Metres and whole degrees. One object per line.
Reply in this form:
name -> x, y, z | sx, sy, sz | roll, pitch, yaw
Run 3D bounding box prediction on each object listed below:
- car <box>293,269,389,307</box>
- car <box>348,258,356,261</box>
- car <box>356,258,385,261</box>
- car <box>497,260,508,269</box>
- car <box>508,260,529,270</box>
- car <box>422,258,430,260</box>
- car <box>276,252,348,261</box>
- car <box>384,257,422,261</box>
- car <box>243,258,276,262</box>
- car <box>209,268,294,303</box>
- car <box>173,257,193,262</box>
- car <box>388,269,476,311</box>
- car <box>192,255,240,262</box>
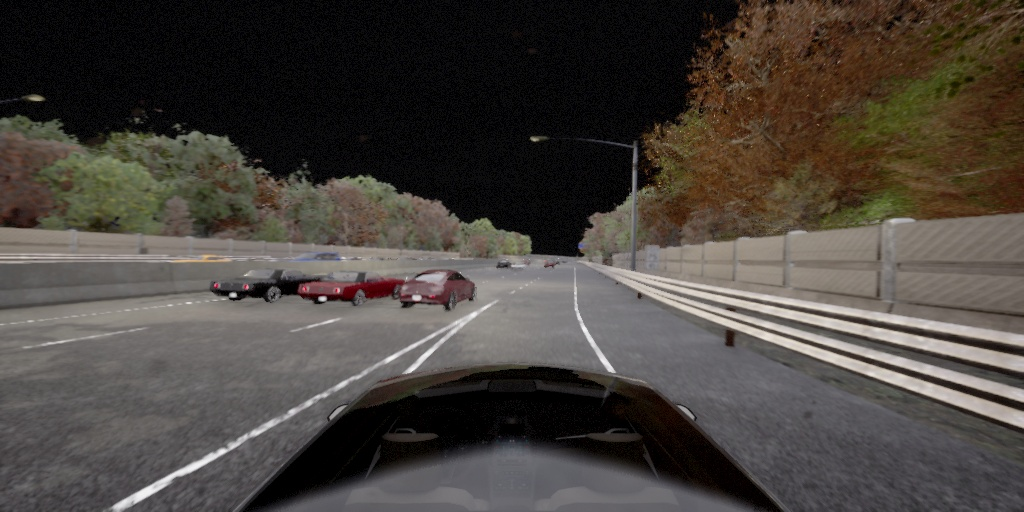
car -> -6.261, 1.237, 14.744 | 1.895, 1.301, 4.718 | 1, 0, 10
car -> -21.739, 0.951, 48.494 | 2.033, 1.411, 5.357 | 1, 0, 10
car -> -18.251, 0.993, 48.182 | 1.837, 1.490, 4.892 | 1, 0, 10
car -> -1.311, 1.462, 63.690 | 1.882, 1.535, 5.008 | 1, 0, 10
car -> 1.121, 1.616, 57.248 | 1.895, 1.301, 4.718 | 1, 0, 10
car -> -15.610, 1.118, 63.175 | 2.128, 1.511, 4.902 | 1, 0, 10
car -> -17.558, 0.656, 31.864 | 2.150, 2.045, 5.566 | 1, -1, 10
car -> -14.618, 1.129, 48.619 | 2.033, 1.411, 5.357 | 1, 0, 10
car -> -21.087, 0.909, 32.043 | 1.994, 1.385, 4.181 | 1, 0, 10
car -> -9.735, 1.152, 15.187 | 1.895, 1.301, 4.718 | 1, 0, 10
car -> -28.055, 0.651, 32.774 | 1.882, 1.535, 5.008 | 1, -1, 10
car -> -2.790, 1.246, 14.231 | 1.812, 1.442, 4.674 | 1, 0, 10
car -> -24.722, 0.852, 31.571 | 1.895, 1.301, 4.718 | 1, 0, 10
